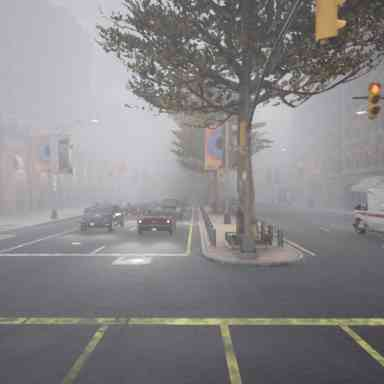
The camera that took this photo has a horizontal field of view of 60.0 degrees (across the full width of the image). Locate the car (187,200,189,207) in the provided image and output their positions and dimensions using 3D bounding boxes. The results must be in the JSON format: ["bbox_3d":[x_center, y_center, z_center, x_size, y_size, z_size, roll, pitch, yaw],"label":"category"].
[{"bbox_3d":[-1.692,1.547,38.578,2.033,1.411,5.357,0,0,1],"label":"car"}]

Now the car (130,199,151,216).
[{"bbox_3d":[-5.289,1.601,30.417,1.895,1.301,4.718,0,0,1],"label":"car"}]

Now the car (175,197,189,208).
[{"bbox_3d":[-1.498,1.526,50.401,1.812,1.442,4.674,0,1,1],"label":"car"}]

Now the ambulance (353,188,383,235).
[{"bbox_3d":[9.638,1.031,15.086,2.351,2.431,6.366,0,0,1],"label":"ambulance"}]

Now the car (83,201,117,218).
[{"bbox_3d":[-8.434,1.595,30.925,1.895,1.301,4.718,0,0,0],"label":"car"}]

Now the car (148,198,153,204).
[{"bbox_3d":[-5.157,1.526,40.644,1.812,1.442,4.674,0,0,0],"label":"car"}]

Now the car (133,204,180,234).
[{"bbox_3d":[-1.915,1.601,19.242,1.895,1.301,4.718,0,0,1],"label":"car"}]

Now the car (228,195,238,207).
[{"bbox_3d":[6.527,1.505,49.538,1.837,1.490,4.892,0,0,1],"label":"car"}]

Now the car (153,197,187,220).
[{"bbox_3d":[-1.811,1.352,28.296,2.097,1.767,4.553,0,0,1],"label":"car"}]

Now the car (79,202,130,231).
[{"bbox_3d":[-5.401,1.505,20.533,1.837,1.490,4.892,0,0,1],"label":"car"}]

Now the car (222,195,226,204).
[{"bbox_3d":[6.644,1.352,59.928,2.097,1.767,4.553,0,0,1],"label":"car"}]
